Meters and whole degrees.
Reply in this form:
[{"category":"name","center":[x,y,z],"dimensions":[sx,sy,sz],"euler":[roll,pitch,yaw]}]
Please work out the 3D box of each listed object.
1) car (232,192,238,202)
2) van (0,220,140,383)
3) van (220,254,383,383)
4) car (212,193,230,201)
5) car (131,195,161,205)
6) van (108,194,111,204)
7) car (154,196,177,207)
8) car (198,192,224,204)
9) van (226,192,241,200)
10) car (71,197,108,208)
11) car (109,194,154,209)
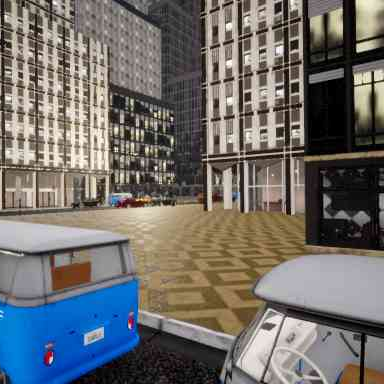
[{"category":"car","center":[6.299,1.101,57.072],"dimensions":[2.008,1.369,4.403],"euler":[0,0,36]},{"category":"van","center":[-2.574,1.342,4.728],"dimensions":[3.998,1.788,1.690],"euler":[0,-1,36]},{"category":"van","center":[1.964,1.341,1.486],"dimensions":[3.998,1.788,1.690],"euler":[0,-1,36]},{"category":"car","center":[6.193,1.016,71.098],"dimensions":[1.967,1.590,4.097],"euler":[0,0,36]},{"category":"car","center":[-7.248,1.278,52.768],"dimensions":[1.752,1.417,4.829],"euler":[0,0,36]},{"category":"van","center":[-10.485,1.135,48.356],"dimensions":[1.690,1.788,3.998],"euler":[0,0,36]},{"category":"car","center":[-3.703,1.230,43.433],"dimensions":[2.008,1.369,4.403],"euler":[0,0,36]},{"category":"car","center":[2.963,0.908,52.525],"dimensions":[2.192,1.841,5.009],"euler":[0,0,36]},{"category":"van","center":[9.528,0.872,75.647],"dimensions":[1.690,1.788,3.998],"euler":[0,0,36]},{"category":"car","center":[-13.818,1.403,43.808],"dimensions":[1.947,1.339,4.313],"euler":[0,0,36]},{"category":"car","center":[-7.037,1.267,38.886],"dimensions":[1.887,1.381,4.507],"euler":[0,0,36]}]
